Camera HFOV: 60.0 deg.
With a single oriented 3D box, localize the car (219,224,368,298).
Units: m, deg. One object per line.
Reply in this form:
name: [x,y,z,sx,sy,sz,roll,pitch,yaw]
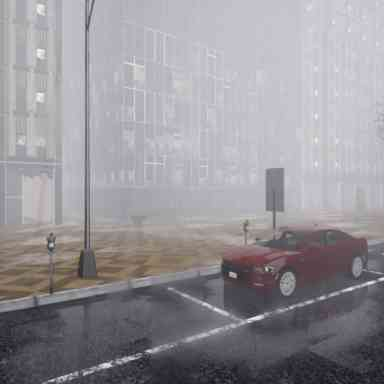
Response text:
car: [2.714,1.547,8.484,4.507,1.381,1.887,0,0,-35]
